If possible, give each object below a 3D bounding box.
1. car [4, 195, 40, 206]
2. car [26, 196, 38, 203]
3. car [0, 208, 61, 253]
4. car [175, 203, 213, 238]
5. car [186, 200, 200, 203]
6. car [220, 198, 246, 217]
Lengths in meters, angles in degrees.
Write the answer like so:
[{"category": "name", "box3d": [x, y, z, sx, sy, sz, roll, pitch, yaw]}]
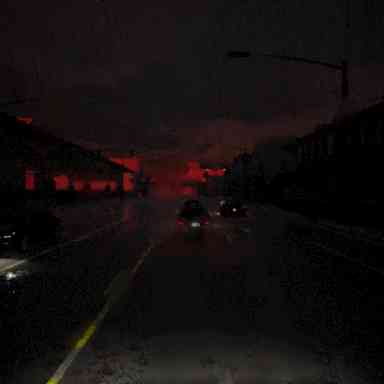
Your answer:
[{"category": "car", "box3d": [-27.225, 1.286, 53.462, 2.038, 1.542, 4.974, 0, 0, 29]}, {"category": "car", "box3d": [-27.250, 1.128, 53.416, 1.853, 1.218, 4.536, 0, 0, 29]}, {"category": "car", "box3d": [-7.000, 1.463, 13.639, 1.837, 1.490, 4.892, 0, 0, 0]}, {"category": "car", "box3d": [0.103, 1.493, 17.285, 2.033, 1.411, 5.357, 0, 0, 0]}, {"category": "car", "box3d": [0.089, 1.448, 31.788, 2.033, 1.411, 5.357, 0, 0, 0]}, {"category": "car", "box3d": [3.578, 1.471, 29.824, 1.994, 1.385, 4.181, 0, 0, 0]}]
